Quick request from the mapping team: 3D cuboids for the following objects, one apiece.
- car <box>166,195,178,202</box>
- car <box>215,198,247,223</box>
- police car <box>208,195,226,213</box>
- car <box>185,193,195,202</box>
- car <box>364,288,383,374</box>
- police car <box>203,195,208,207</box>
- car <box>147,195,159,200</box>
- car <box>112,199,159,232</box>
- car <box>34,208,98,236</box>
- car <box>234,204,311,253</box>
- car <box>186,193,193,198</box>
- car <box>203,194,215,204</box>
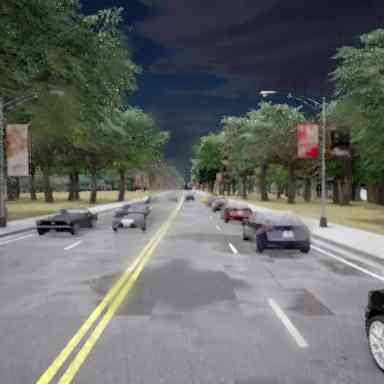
[{"bbox_3d":[-3.666,1.227,61.695,1.994,1.385,4.181,0,0,0],"label":"car"},{"bbox_3d":[3.189,1.407,24.542,2.163,1.488,4.792,0,0,0],"label":"car"},{"bbox_3d":[3.123,1.348,35.523,2.038,1.542,4.974,0,0,0],"label":"police car"},{"bbox_3d":[-0.442,1.111,66.696,1.837,1.490,4.892,0,1,-1],"label":"car"},{"bbox_3d":[3.250,1.470,2.489,1.882,1.535,5.008,0,0,0],"label":"car"},{"bbox_3d":[3.033,1.277,46.533,2.038,1.542,4.974,0,0,-1],"label":"police car"},{"bbox_3d":[-6.897,1.249,59.074,1.994,1.385,4.181,0,0,0],"label":"car"},{"bbox_3d":[-3.391,1.418,19.725,2.128,1.511,4.902,0,0,0],"label":"car"},{"bbox_3d":[-6.637,1.535,18.063,1.895,1.301,4.718,0,0,0],"label":"car"},{"bbox_3d":[3.231,1.457,13.530,2.163,1.488,4.792,0,0,0],"label":"car"},{"bbox_3d":[-0.757,0.886,87.477,1.895,1.301,4.718,0,1,-1],"label":"car"},{"bbox_3d":[2.919,1.172,57.542,1.882,1.535,5.008,0,0,-1],"label":"car"}]
